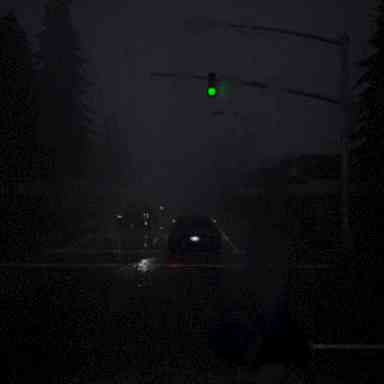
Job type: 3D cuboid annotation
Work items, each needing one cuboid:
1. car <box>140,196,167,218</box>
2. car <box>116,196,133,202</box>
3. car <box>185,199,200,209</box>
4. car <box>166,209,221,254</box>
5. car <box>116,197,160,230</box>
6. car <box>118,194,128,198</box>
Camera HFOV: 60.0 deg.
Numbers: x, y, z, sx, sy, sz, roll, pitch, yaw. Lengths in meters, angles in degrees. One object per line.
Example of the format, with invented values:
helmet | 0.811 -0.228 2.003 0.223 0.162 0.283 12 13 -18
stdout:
car | -3.584 1.503 32.061 2.097 1.767 4.553 0 0 0
car | -16.184 1.733 80.005 3.806 1.475 1.970 0 0 -1
car | 0.051 1.728 47.449 1.812 1.442 4.674 0 1 2
car | 0.100 1.632 13.774 1.994 1.385 4.181 0 0 0
car | -3.589 1.460 22.141 2.097 1.767 4.553 0 0 0
car | -16.775 1.435 76.678 3.866 1.878 1.905 0 0 -1
